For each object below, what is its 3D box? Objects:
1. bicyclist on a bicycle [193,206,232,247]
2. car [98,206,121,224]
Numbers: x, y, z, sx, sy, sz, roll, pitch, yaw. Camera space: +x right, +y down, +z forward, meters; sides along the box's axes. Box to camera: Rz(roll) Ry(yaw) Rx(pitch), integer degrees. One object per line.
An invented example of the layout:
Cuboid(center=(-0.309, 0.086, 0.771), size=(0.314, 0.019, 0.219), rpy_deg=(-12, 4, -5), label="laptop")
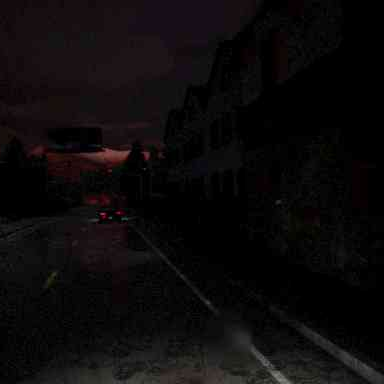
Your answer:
Cuboid(center=(0.833, 1.379, 13.312), size=(1.656, 1.620, 0.582), rpy_deg=(-2, 0, -15), label="bicyclist on a bicycle")
Cuboid(center=(-7.214, 1.943, 29.255), size=(1.812, 1.442, 4.674), rpy_deg=(-1, 0, -15), label="car")
